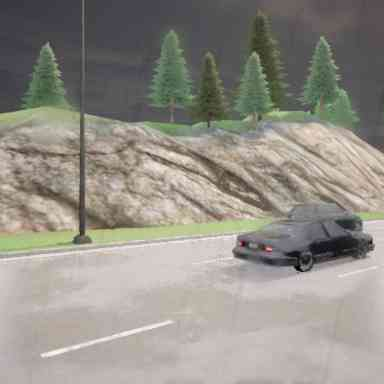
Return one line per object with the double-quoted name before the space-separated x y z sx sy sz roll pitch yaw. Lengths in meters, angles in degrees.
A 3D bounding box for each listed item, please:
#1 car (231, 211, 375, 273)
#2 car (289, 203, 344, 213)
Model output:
"car" 3.740 1.547 10.723 5.357 1.411 2.033 0 0 -36
"car" 6.847 1.351 17.252 4.553 1.767 2.097 0 0 -36
